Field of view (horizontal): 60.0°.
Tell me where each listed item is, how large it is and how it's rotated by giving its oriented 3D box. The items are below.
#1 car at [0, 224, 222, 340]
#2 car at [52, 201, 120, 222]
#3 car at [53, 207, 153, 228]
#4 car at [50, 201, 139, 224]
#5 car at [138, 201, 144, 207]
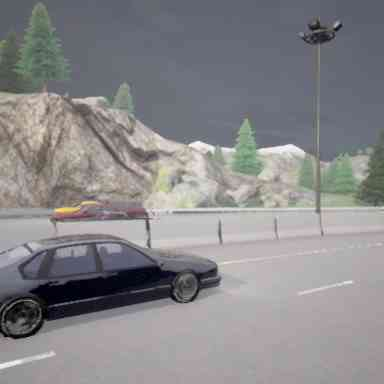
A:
[{"bbox_3d":[-1.981,1.566,6.555,5.357,1.411,2.033,1,0,-34],"label":"car"},{"bbox_3d":[-8.699,1.555,27.409,5.008,1.535,1.882,1,0,-32],"label":"car"},{"bbox_3d":[-4.529,1.660,17.658,4.718,1.301,1.895,1,0,-33],"label":"car"},{"bbox_3d":[-6.163,1.540,20.731,5.008,1.535,1.882,1,0,-32],"label":"car"},{"bbox_3d":[-5.651,1.444,25.166,4.553,1.767,2.097,1,0,-31],"label":"car"}]
